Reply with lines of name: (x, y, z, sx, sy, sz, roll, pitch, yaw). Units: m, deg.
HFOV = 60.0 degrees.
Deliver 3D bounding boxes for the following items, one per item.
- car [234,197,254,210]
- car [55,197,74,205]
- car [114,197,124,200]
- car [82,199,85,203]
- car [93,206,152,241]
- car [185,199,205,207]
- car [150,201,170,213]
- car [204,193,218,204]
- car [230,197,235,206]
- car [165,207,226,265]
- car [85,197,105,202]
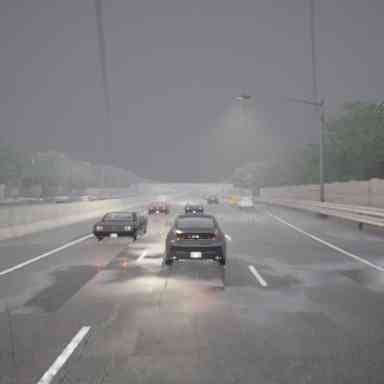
car: (7.107, 1.553, 44.308, 1.812, 1.442, 4.674, 0, 0, 2)
car: (-24.089, 1.607, 63.226, 2.033, 1.411, 5.357, 0, 0, 1)
car: (-13.616, 1.670, 62.079, 1.895, 1.301, 4.718, 0, 0, 1)
car: (-20.536, 1.675, 67.130, 1.895, 1.301, 4.718, 0, 0, 1)
car: (-3.369, 1.600, 16.620, 1.895, 1.301, 4.718, 0, 0, 0)
car: (0.224, 1.611, 34.175, 1.895, 1.301, 4.718, 0, 0, 0)
car: (-3.276, 1.611, 34.125, 1.895, 1.301, 4.718, 0, 0, 0)
car: (3.927, 1.429, 64.139, 2.097, 1.767, 4.553, 0, 0, 1)
car: (7.309, 1.529, 54.613, 1.882, 1.535, 5.008, 0, 0, 1)
car: (0.117, 1.505, 11.710, 1.837, 1.490, 4.892, 0, 0, 0)
car: (-17.139, 1.612, 60.417, 2.033, 1.411, 5.357, 0, 0, 1)
